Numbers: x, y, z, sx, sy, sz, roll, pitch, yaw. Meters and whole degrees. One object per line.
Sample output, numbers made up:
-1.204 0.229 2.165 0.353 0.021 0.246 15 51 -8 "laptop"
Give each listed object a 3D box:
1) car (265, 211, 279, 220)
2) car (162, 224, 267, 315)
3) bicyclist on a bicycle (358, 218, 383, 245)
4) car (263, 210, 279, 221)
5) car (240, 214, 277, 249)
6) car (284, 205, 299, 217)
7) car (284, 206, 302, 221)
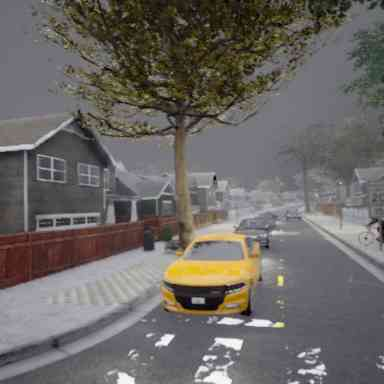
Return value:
6.640 2.679 30.245 1.994 1.385 4.181 -2 -2 15 "car"
0.766 1.859 8.696 1.882 1.535 5.008 -2 -2 15 "car"
8.758 1.737 15.805 1.656 1.620 0.582 -3 -3 15 "bicyclist on a bicycle"
10.860 3.224 45.426 1.895 1.301 4.718 -2 -2 15 "car"
3.452 2.217 18.576 2.128 1.511 4.902 -2 -3 15 "car"
16.306 3.128 54.643 2.097 1.767 4.553 -3 -2 15 "car"
13.138 2.966 42.957 2.033 1.411 5.357 -3 -2 15 "car"
